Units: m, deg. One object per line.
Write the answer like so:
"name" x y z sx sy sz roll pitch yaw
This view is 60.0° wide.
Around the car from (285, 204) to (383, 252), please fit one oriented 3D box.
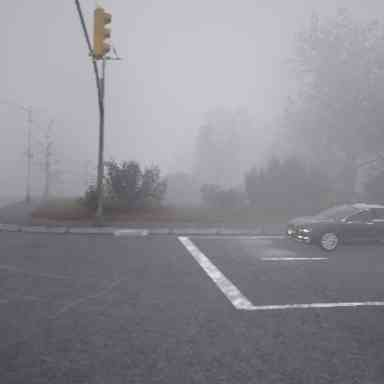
"car" 5.822 1.208 11.880 4.892 1.490 1.837 1 2 -8
